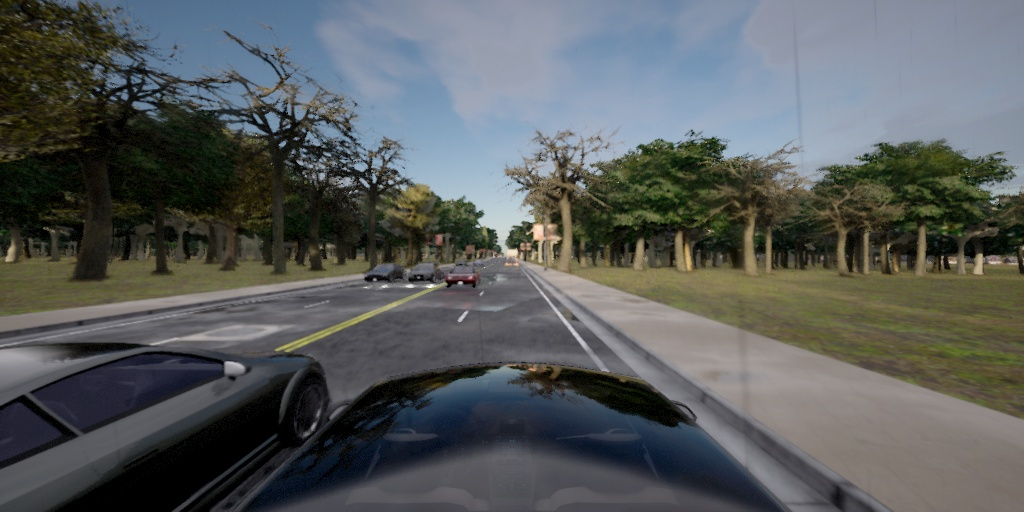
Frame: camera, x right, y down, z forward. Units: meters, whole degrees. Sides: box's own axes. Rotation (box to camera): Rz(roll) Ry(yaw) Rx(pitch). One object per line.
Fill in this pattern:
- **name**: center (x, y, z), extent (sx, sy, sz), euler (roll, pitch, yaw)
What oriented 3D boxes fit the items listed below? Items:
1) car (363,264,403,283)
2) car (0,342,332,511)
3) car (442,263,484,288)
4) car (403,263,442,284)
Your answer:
- **car**: center (-9.842, 1.317, 28.390), extent (2.033, 1.411, 5.357), euler (0, 0, 0)
- **car**: center (-3.149, 1.315, 2.590), extent (1.994, 1.385, 4.181), euler (0, 0, 0)
- **car**: center (-3.145, 1.367, 24.062), extent (1.895, 1.301, 4.718), euler (0, 0, 0)
- **car**: center (-6.591, 1.274, 27.713), extent (1.837, 1.490, 4.892), euler (0, 0, 0)
